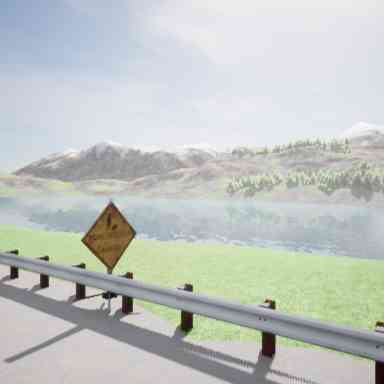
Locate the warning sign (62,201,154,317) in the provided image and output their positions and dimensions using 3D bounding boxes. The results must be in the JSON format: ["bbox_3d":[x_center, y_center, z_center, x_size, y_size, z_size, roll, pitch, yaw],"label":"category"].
[{"bbox_3d":[-1.548,1.112,6.263,1.060,1.860,1.300,0,0,36],"label":"warning sign"}]
